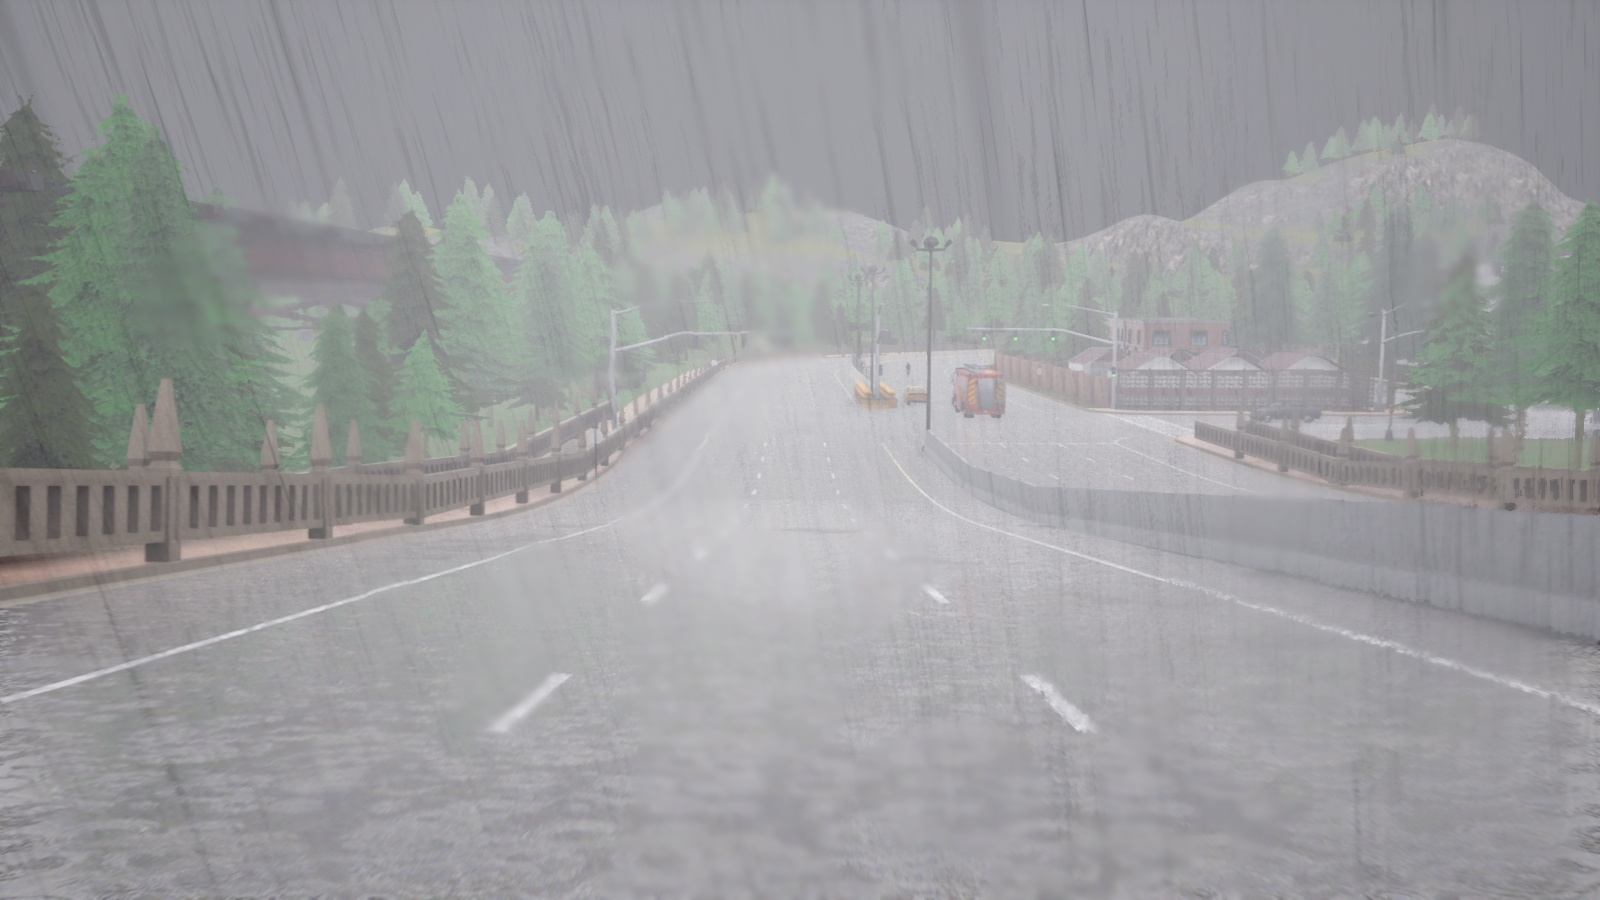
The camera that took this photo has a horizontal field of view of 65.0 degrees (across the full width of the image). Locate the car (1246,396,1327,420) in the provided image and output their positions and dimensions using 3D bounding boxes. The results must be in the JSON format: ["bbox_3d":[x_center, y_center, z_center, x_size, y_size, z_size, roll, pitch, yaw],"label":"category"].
[{"bbox_3d":[34.896,-3.011,90.161,4.902,1.511,2.128,0,6,1],"label":"car"}]

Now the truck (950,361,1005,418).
[{"bbox_3d":[13.514,-4.717,96.091,2.891,3.827,8.468,0,6,0],"label":"truck"}]
